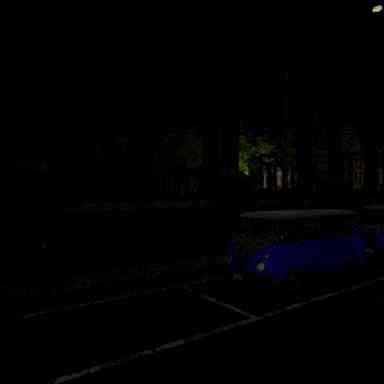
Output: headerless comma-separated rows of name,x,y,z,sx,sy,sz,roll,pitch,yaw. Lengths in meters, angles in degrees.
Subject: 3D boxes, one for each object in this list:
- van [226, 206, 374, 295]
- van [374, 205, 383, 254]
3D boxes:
van,2.705,1.340,8.460,3.998,1.788,1.690,0,0,-35
van,7.312,1.338,11.744,3.998,1.788,1.690,0,0,-35
